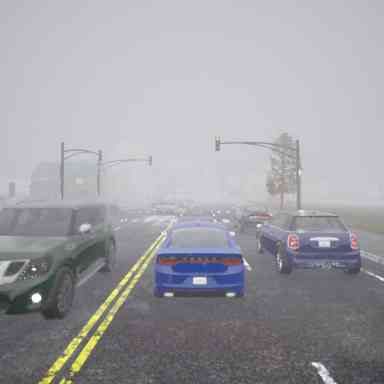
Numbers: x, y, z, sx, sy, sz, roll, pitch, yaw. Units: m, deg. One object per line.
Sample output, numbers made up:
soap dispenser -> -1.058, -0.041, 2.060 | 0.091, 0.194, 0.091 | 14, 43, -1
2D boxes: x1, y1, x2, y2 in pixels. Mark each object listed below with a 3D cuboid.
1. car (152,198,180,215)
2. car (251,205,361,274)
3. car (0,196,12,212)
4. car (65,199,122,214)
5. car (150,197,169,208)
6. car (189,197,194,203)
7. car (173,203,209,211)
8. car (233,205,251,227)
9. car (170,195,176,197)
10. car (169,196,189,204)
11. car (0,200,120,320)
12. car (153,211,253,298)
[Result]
car -> -2.653, 1.644, 34.761 | 1.895, 1.301, 4.718 | 0, 0, 2
car -> 3.440, 1.358, 10.694 | 2.097, 1.767, 4.553 | 0, 0, 1
car -> -21.076, 1.177, 33.620 | 4.902, 1.511, 2.128 | 1, -1, 16
car -> -10.311, 1.498, 34.993 | 5.357, 1.411, 2.033 | 3, -1, -33
car -> -5.149, 1.586, 50.721 | 1.837, 1.490, 4.892 | 0, 0, 3
car -> -0.600, 1.695, 69.125 | 1.994, 1.385, 4.181 | 0, 0, 4
car -> 0.307, 1.562, 18.411 | 2.033, 1.411, 5.357 | 0, 0, 1
car -> 3.597, 1.520, 19.846 | 1.837, 1.490, 4.892 | 0, 0, 1
car -> -3.883, 1.485, 68.837 | 2.097, 1.767, 4.553 | 0, 0, 4
car -> -1.965, 1.676, 49.503 | 1.895, 1.301, 4.718 | 0, 0, 3
car -> -3.305, 1.228, 7.709 | 2.150, 2.045, 5.566 | 0, 0, 1
car -> 0.160, 1.483, 8.598 | 1.882, 1.535, 5.008 | 0, 0, 0
